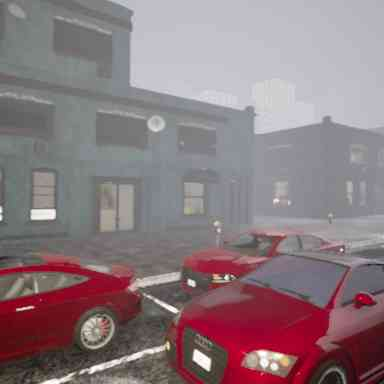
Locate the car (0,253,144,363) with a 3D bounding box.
[{"bbox_3d":[-2.715,1.583,4.610,4.206,1.307,1.802,0,1,-35],"label":"car"}]

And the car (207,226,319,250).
[{"bbox_3d":[1.828,1.547,7.851,4.507,1.381,1.887,0,1,-35],"label":"car"}]

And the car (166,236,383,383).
[{"bbox_3d":[1.741,1.566,4.601,4.181,1.385,1.994,0,0,-35],"label":"car"}]
